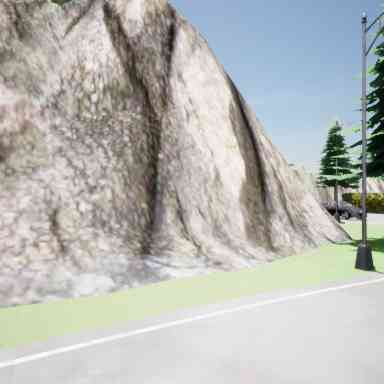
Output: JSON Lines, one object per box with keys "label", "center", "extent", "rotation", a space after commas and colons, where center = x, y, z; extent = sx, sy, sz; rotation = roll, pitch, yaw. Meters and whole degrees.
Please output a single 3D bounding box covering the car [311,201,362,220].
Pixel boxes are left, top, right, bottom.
{"label": "car", "center": [12.393, 1.491, 28.315], "extent": [2.128, 1.511, 4.902], "rotation": [0, 0, -26]}
